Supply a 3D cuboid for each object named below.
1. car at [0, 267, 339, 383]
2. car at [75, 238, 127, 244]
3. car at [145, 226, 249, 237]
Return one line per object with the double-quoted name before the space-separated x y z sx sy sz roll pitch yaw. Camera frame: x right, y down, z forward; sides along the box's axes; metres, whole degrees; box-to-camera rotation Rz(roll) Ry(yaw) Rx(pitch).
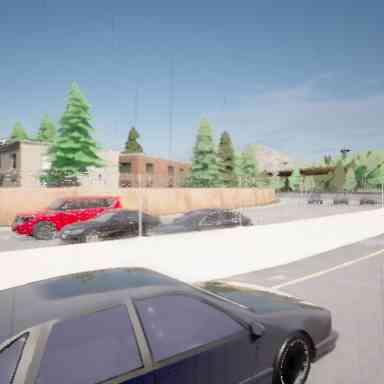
"car" -0.737 1.546 3.343 5.357 1.411 2.033 -1 0 -37
"car" -3.416 1.514 14.921 4.674 1.442 1.812 -1 0 -40
"car" 0.513 1.461 13.695 4.892 1.490 1.837 -1 0 -42
